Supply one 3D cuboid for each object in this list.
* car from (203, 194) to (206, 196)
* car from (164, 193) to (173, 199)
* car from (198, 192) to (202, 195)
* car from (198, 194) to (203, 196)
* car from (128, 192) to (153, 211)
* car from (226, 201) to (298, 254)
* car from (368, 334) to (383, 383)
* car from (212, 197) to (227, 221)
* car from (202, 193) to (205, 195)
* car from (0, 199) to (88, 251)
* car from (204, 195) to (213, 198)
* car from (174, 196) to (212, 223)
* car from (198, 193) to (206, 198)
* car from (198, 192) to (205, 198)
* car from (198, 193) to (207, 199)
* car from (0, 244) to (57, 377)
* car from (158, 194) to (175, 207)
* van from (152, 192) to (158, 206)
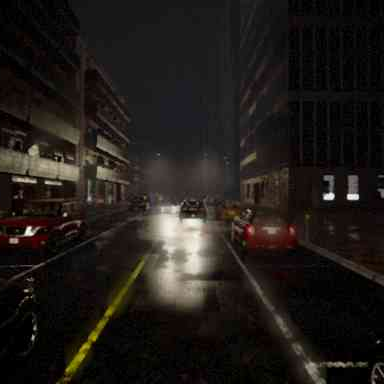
[{"bbox_3d":[2.630,1.234,41.510,1.887,1.381,4.507,1,0,0],"label":"car"},{"bbox_3d":[-5.758,0.925,81.339,1.752,1.417,4.829,1,0,0],"label":"car"},{"bbox_3d":[2.593,1.022,75.695,1.802,1.307,4.206,1,0,0],"label":"car"},{"bbox_3d":[0.056,1.289,41.659,1.895,1.301,4.718,0,0,0],"label":"car"},{"bbox_3d":[-5.710,1.171,35.928,1.967,1.590,4.097,1,0,0],"label":"car"},{"bbox_3d":[2.661,1.342,13.021,1.967,1.590,4.097,1,0,0],"label":"car"},{"bbox_3d":[2.670,1.553,1.626,1.947,1.339,4.313,1,0,0],"label":"car"},{"bbox_3d":[2.647,1.341,24.587,1.752,1.417,4.829,1,0,0],"label":"car"},{"bbox_3d":[2.624,1.171,47.377,1.752,1.417,4.829,1,0,0],"label":"car"},{"bbox_3d":[-5.684,1.216,13.137,2.192,1.841,5.009,1,0,0],"label":"car"},{"bbox_3d":[2.635,1.283,35.812,2.008,1.369,4.403,1,0,0],"label":"car"},{"bbox_3d":[0.076,1.313,23.853,2.128,1.511,4.902,0,1,0],"label":"car"},{"bbox_3d":[2.583,0.882,87.262,1.752,1.417,4.829,1,0,0],"label":"car"},{"bbox_3d":[2.576,0.863,92.790,1.887,1.381,4.507,1,0,0],"label":"car"},{"bbox_3d":[2.589,0.944,81.393,1.887,1.381,4.507,1,0,0],"label":"car"},{"bbox_3d":[-3.104,1.540,3.010,1.994,1.385,4.181,0,0,0],"label":"car"},{"bbox_3d":[-3.132,1.265,44.935,1.895,1.301,4.718,0,0,0],"label":"car"},{"bbox_3d":[-5.713,1.030,41.625,1.690,1.788,3.998,1,0,0],"label":"van"}]
